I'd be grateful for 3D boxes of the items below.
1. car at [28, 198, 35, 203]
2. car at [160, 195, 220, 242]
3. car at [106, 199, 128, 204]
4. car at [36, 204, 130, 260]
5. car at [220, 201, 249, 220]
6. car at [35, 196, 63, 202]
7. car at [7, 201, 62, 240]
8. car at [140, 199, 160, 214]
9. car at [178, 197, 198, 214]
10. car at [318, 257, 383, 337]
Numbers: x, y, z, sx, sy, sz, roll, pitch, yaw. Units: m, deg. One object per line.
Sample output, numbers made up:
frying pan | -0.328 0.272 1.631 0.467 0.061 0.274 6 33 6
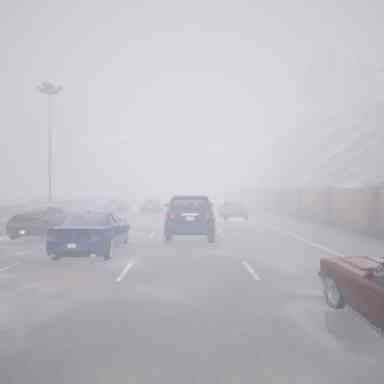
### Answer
car | -21.831 1.271 48.333 2.033 1.411 5.357 0 0 -1
car | -0.120 1.130 15.893 2.150 2.045 5.566 0 0 -1
car | -7.425 1.374 33.046 1.994 1.385 4.181 0 0 -1
car | -3.561 1.407 12.197 1.882 1.535 5.008 0 0 -1
car | 3.198 1.396 26.232 2.033 1.411 5.357 0 0 -1
car | -18.283 1.277 43.450 1.812 1.442 4.674 0 0 -1
car | -7.131 1.411 16.354 1.837 1.490 4.892 0 0 -1
car | -3.923 1.374 33.029 1.994 1.385 4.181 0 0 -1
car | -0.442 1.281 34.105 1.882 1.535 5.008 0 0 -1
car | 3.548 1.572 4.779 1.895 1.301 4.718 0 0 -1
